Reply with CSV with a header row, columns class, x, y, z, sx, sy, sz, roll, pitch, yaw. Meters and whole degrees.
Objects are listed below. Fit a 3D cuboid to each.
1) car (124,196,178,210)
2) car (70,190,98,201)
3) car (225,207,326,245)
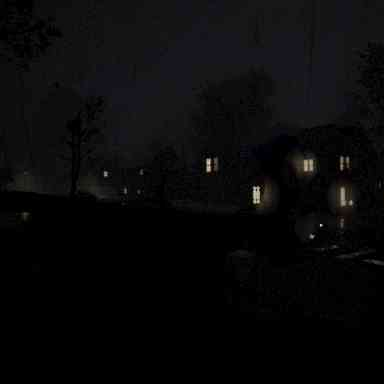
class,x,y,z,sx,sy,sz,roll,pitch,yaw
car,-3.064,1.026,23.314,2.033,1.411,5.357,-1,2,-36
car,-11.336,0.599,34.798,2.128,1.511,4.902,-1,2,-36
car,3.303,1.370,14.623,1.895,1.301,4.718,-1,2,-38
